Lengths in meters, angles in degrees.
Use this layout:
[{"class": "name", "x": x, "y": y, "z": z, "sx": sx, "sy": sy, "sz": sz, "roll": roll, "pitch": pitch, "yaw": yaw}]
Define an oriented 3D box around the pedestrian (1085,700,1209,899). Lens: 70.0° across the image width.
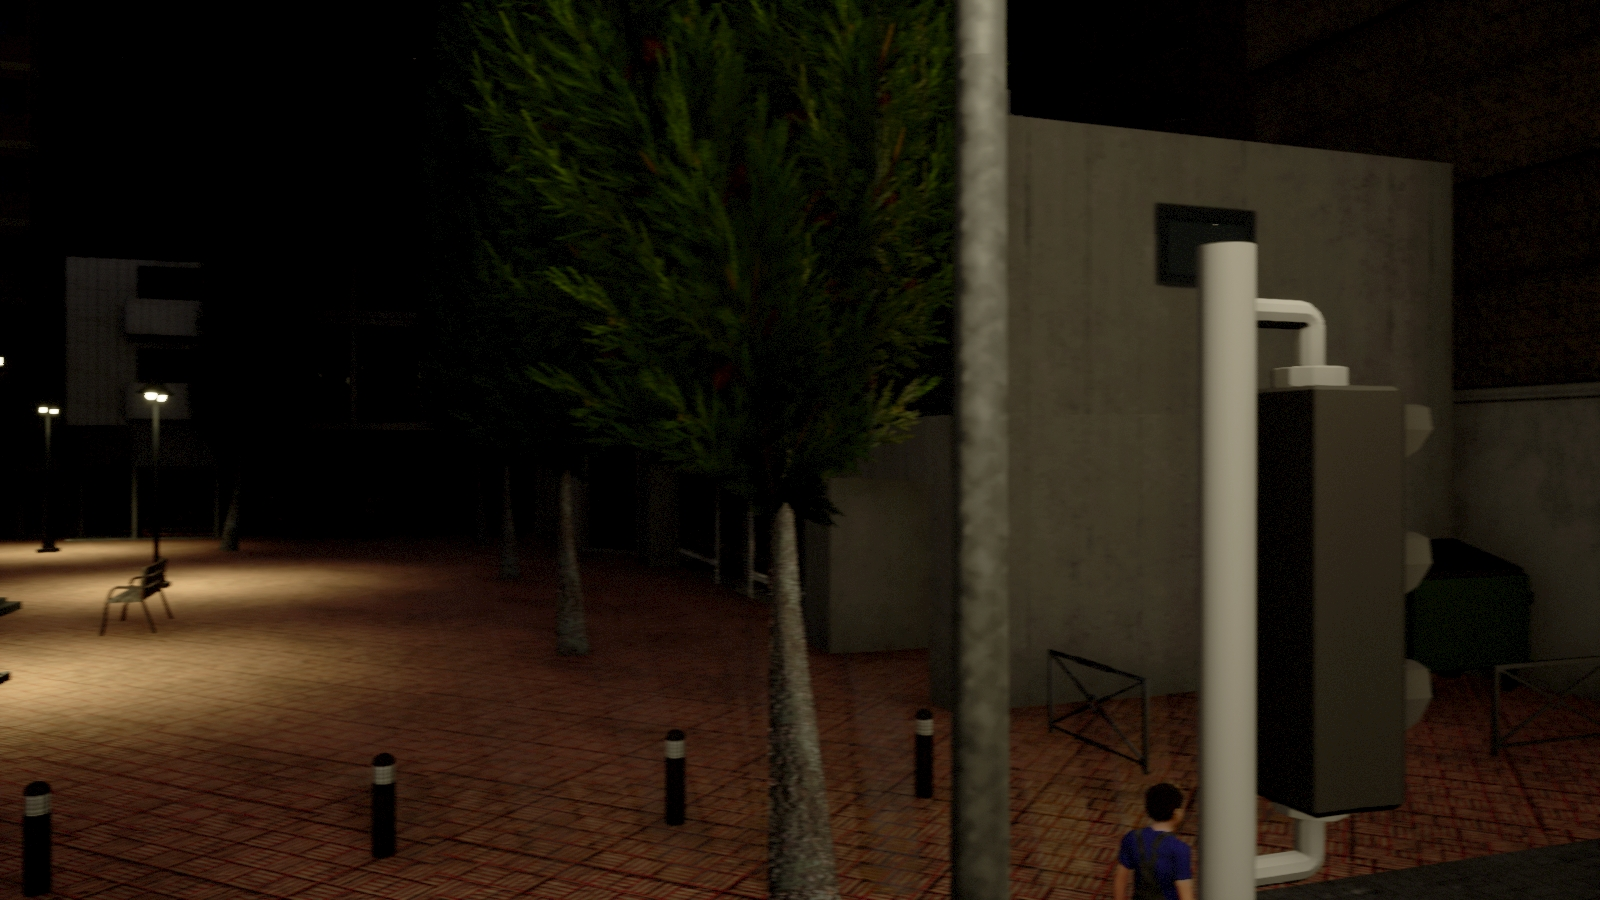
[{"class": "pedestrian", "x": 1.523, "y": 1.804, "z": 5.016, "sx": 0.375, "sy": 1.300, "sz": 0.375, "roll": 0, "pitch": 0, "yaw": -39}]
